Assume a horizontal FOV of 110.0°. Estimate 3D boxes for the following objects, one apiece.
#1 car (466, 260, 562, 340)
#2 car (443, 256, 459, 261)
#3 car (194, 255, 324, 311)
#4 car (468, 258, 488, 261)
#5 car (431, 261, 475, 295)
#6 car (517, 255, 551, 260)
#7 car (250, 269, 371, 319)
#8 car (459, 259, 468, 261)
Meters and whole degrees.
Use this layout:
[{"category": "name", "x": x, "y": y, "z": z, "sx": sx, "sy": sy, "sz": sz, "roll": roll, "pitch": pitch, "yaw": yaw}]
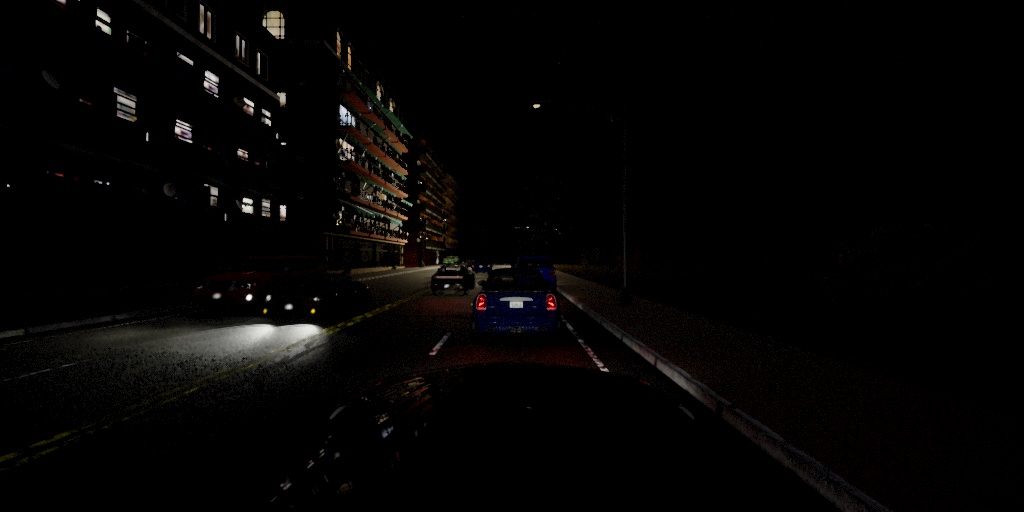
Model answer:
[{"category": "car", "x": 0.098, "y": 1.103, "z": 10.122, "sx": 2.097, "sy": 1.767, "sz": 4.553, "roll": 0, "pitch": 0, "yaw": 0}, {"category": "car", "x": -9.828, "y": 0.974, "z": 58.437, "sx": 2.150, "sy": 2.045, "sz": 5.566, "roll": 0, "pitch": 0, "yaw": 0}, {"category": "car", "x": -9.849, "y": 0.973, "z": 14.727, "sx": 2.150, "sy": 2.045, "sz": 5.566, "roll": 0, "pitch": 0, "yaw": 0}, {"category": "car", "x": -3.150, "y": 1.103, "z": 38.543, "sx": 2.097, "sy": 1.767, "sz": 4.553, "roll": 0, "pitch": 0, "yaw": 0}, {"category": "car", "x": -3.151, "y": 1.243, "z": 19.795, "sx": 2.128, "sy": 1.511, "sz": 4.902, "roll": 0, "pitch": 0, "yaw": 0}, {"category": "car", "x": 1.137, "y": 0.977, "z": 19.697, "sx": 2.150, "sy": 2.045, "sz": 5.566, "roll": 0, "pitch": 0, "yaw": 0}, {"category": "car", "x": -6.601, "y": 1.315, "z": 12.592, "sx": 1.994, "sy": 1.385, "sz": 4.181, "roll": 0, "pitch": 0, "yaw": 0}, {"category": "car", "x": -6.586, "y": 1.255, "z": 55.868, "sx": 1.837, "sy": 1.490, "sz": 4.892, "roll": 0, "pitch": 0, "yaw": 0}]
